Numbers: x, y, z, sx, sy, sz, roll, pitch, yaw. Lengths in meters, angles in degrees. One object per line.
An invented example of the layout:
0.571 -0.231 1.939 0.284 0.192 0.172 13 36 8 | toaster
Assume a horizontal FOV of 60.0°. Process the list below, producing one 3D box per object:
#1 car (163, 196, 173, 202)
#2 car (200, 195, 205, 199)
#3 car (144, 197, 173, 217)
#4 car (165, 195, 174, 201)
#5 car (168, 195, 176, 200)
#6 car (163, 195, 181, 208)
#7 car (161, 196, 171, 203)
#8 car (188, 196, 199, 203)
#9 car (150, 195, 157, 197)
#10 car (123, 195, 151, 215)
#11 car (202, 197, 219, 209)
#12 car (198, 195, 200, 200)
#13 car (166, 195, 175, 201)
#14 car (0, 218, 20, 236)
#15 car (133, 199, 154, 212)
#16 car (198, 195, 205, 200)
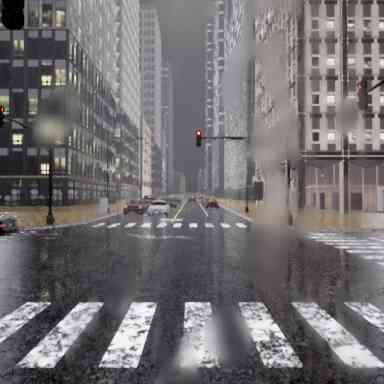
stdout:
-5.688 1.565 78.342 2.008 1.369 4.403 1 0 0 | car
2.696 1.535 56.280 1.752 1.417 4.829 1 0 0 | car
-3.106 1.531 31.673 1.812 1.442 4.674 0 0 0 | car
-5.689 1.560 83.917 1.887 1.381 4.507 1 0 0 | car
-5.691 1.585 95.068 1.947 1.339 4.313 1 0 0 | car
-3.105 1.555 47.266 2.033 1.411 5.357 0 0 0 | car
-5.687 1.558 72.767 1.887 1.381 4.507 1 0 0 | car
0.073 1.559 70.456 2.033 1.411 5.357 0 0 0 | car
-5.678 1.323 44.891 2.192 1.841 5.009 1 0 0 | car
-5.679 1.446 33.741 1.967 1.590 4.097 1 0 0 | car
2.696 1.590 44.954 1.802 1.307 4.206 1 0 0 | car
2.694 1.577 61.687 1.947 1.339 4.313 1 0 0 | car
-5.690 1.568 89.492 2.008 1.369 4.403 1 0 0 | car
-10.995 1.560 15.368 5.357 1.411 2.033 0 -1 -5 | car
-5.683 1.589 39.316 1.802 1.307 4.206 1 0 0 | car
2.689 1.563 95.150 1.887 1.381 4.507 1 0 0 | car
